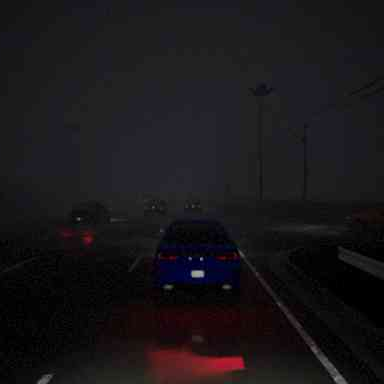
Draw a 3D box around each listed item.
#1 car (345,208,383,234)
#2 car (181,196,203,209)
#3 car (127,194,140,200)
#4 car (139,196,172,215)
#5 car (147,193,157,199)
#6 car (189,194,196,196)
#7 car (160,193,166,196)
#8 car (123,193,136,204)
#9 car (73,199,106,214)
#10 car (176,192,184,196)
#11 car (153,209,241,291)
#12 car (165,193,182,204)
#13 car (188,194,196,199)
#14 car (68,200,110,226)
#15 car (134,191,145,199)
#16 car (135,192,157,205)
[{"bbox_3d":[10.454,1.415,16.825,5.008,1.535,1.882,0,0,41],"label":"car"},{"bbox_3d":[0.114,1.420,34.208,2.033,1.411,5.357,0,0,0],"label":"car"},{"bbox_3d":[-13.966,1.245,79.427,2.033,1.411,5.357,0,0,0],"label":"car"},{"bbox_3d":[-3.385,1.429,31.746,2.033,1.411,5.357,0,0,0],"label":"car"},{"bbox_3d":[-10.462,1.030,87.500,2.097,1.767,4.553,0,0,0],"label":"car"},{"bbox_3d":[0.130,1.303,65.614,2.033,1.411,5.357,0,0,0],"label":"car"},{"bbox_3d":[-6.964,1.048,82.688,2.097,1.767,4.553,0,0,0],"label":"car"},{"bbox_3d":[-10.376,1.298,55.907,1.837,1.490,4.892,0,1,0],"label":"car"},{"bbox_3d":[-10.385,1.474,34.149,1.895,1.301,4.718,0,0,0],"label":"car"},{"bbox_3d":[-3.461,0.893,89.324,2.150,2.045,5.566,0,0,0],"label":"car"},{"bbox_3d":[0.106,1.444,8.944,1.882,1.535,5.008,0,0,0],"label":"car"},{"bbox_3d":[-3.375,1.343,59.225,1.994,1.385,4.181,0,0,0],"label":"car"},{"bbox_3d":[0.038,1.265,88.777,1.895,1.301,4.718,0,0,0],"label":"car"},{"bbox_3d":[-6.892,1.441,22.554,1.812,1.442,4.674,0,0,0],"label":"car"},{"bbox_3d":[-13.962,0.894,89.059,2.150,2.045,5.566,0,0,0],"label":"car"},{"bbox_3d":[-6.879,1.161,50.975,2.097,1.767,4.553,0,0,0],"label":"car"}]
